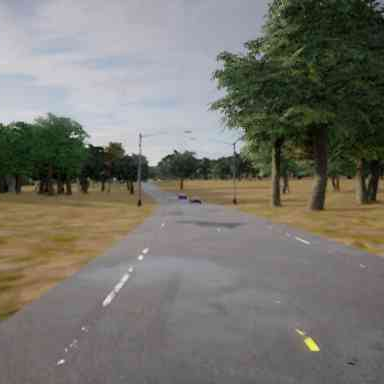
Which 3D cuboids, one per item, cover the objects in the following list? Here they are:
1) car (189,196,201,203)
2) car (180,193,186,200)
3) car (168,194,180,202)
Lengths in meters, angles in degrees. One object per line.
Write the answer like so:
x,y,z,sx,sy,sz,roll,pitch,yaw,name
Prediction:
0.482,1.454,62.417,1.895,1.301,4.718,0,0,-6,car
-2.625,1.100,84.874,1.882,1.535,5.008,0,1,-9,car
-4.197,1.351,71.315,1.895,1.301,4.718,0,1,-8,car
